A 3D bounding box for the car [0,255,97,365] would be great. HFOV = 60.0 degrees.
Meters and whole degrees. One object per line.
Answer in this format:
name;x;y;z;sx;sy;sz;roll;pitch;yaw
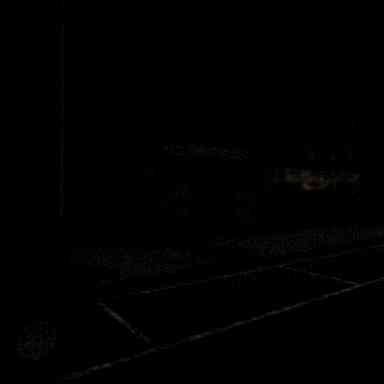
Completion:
car;-3.538;1.545;4.239;4.507;1.381;1.887;0;0;-35
